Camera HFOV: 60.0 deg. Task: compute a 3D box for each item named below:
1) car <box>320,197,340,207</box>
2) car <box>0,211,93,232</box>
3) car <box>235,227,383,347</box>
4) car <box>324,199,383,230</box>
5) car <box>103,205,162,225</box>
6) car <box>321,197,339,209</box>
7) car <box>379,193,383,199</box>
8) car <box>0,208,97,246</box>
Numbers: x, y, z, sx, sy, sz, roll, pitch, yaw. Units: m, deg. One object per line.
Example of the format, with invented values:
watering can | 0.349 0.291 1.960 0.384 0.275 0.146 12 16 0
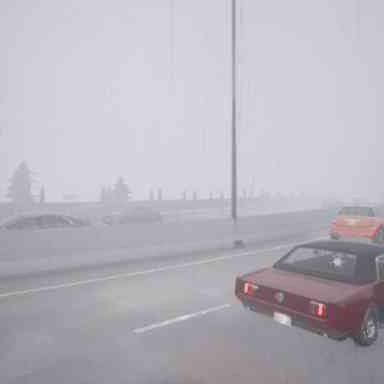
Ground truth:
car | 22.990 1.622 55.325 1.837 1.490 4.892 0 0 40
car | -6.227 1.557 12.665 4.892 1.490 1.837 0 0 -38
car | 3.082 1.615 6.386 4.718 1.301 1.895 0 0 -39
car | 8.568 1.384 16.173 4.553 1.767 2.097 0 0 -45
car | -4.152 1.645 23.539 4.181 1.385 1.994 0 0 -43
car | 19.183 1.574 45.147 1.882 1.535 5.008 0 0 39
car | 44.729 1.300 76.484 2.150 2.045 5.566 0 0 39
car | -7.537 1.613 15.986 5.357 1.411 2.033 0 0 -38
